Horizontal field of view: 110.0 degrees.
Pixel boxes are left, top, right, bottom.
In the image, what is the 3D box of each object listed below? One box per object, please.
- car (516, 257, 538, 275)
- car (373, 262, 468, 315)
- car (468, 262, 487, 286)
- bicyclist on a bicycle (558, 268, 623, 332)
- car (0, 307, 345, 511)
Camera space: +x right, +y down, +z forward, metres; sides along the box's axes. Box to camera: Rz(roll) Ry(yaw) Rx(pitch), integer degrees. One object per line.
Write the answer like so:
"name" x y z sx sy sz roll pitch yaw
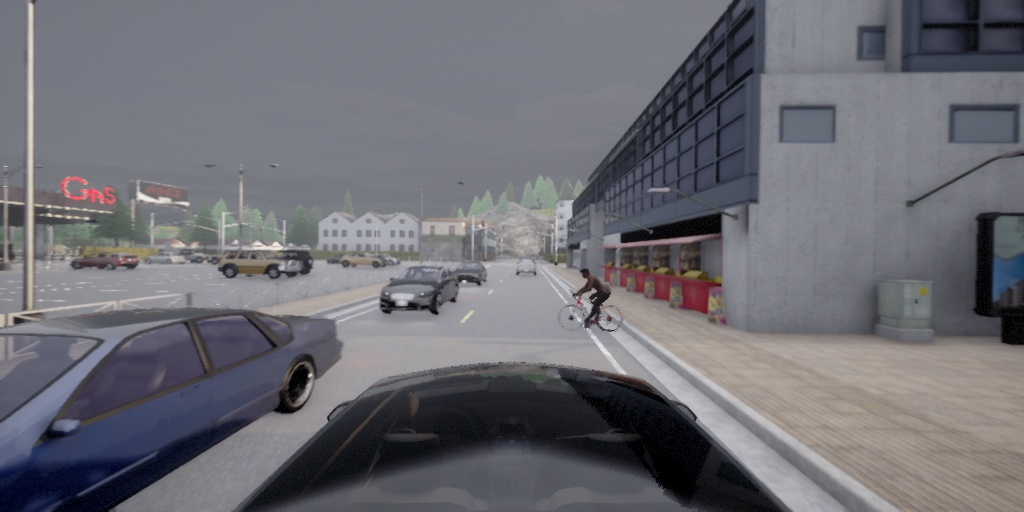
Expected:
"car" 1.405 1.058 34.607 1.812 1.442 4.674 1 0 3
"car" -3.175 1.120 13.106 2.128 1.511 4.902 1 0 2
"car" -2.715 1.105 23.770 2.033 1.411 5.357 1 0 2
"bicyclist on a bicycle" 2.007 1.131 9.143 1.656 1.620 0.582 1 0 2
"car" -3.602 1.241 3.228 2.033 1.411 5.357 1 0 3
